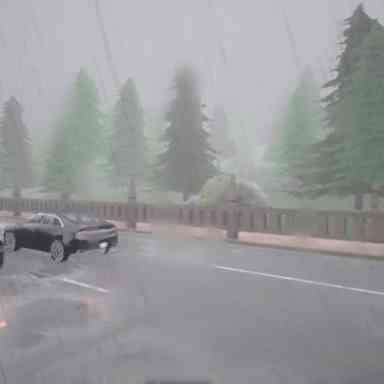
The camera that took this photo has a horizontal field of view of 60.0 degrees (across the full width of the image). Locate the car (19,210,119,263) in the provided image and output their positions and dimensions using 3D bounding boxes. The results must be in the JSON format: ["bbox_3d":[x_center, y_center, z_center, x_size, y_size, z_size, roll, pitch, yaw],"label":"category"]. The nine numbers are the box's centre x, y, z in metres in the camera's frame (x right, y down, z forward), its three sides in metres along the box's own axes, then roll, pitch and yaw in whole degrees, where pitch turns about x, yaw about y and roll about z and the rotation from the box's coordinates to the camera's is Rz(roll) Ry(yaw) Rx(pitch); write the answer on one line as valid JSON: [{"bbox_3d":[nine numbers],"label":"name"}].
[{"bbox_3d":[-4.686,1.393,11.614,4.902,1.511,2.128,1,0,36],"label":"car"}]

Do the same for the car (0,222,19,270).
[{"bbox_3d":[-6.829,1.404,8.846,4.892,1.490,1.837,1,0,36],"label":"car"}]
